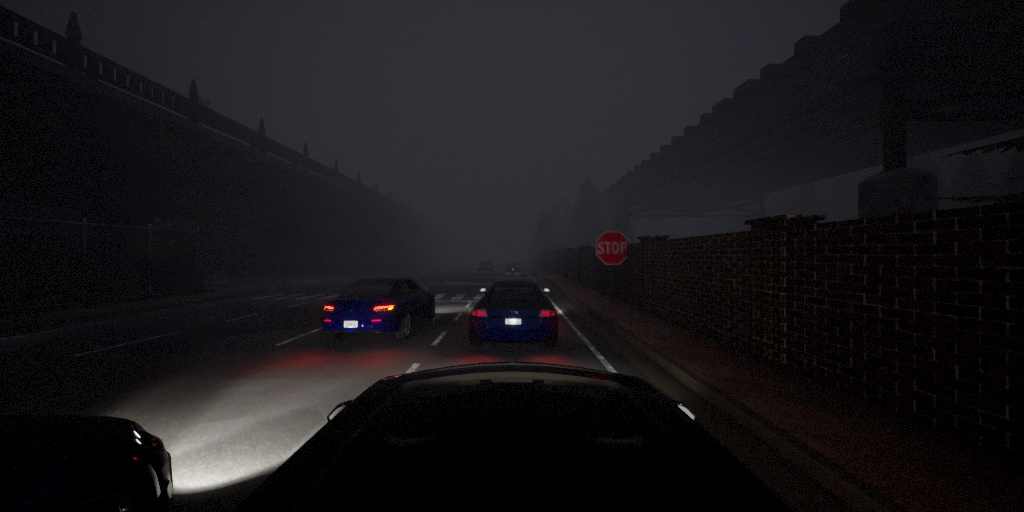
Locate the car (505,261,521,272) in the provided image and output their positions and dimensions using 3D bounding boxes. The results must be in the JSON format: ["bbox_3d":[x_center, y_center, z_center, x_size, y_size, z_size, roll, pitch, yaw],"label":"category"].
[{"bbox_3d":[0.102,1.351,46.168,1.895,1.301,4.718,0,0,-1],"label":"car"}]

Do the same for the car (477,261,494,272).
[{"bbox_3d":[-3.393,1.297,45.999,2.033,1.411,5.357,0,0,-1],"label":"car"}]

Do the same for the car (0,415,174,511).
[{"bbox_3d":[-3.399,1.314,0.784,1.994,1.385,4.181,0,0,0],"label":"car"}]

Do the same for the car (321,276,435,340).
[{"bbox_3d":[-3.412,1.276,9.880,1.812,1.442,4.674,0,0,0],"label":"car"}]

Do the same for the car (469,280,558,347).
[{"bbox_3d":[0.069,1.314,9.357,1.994,1.385,4.181,0,0,1],"label":"car"}]
